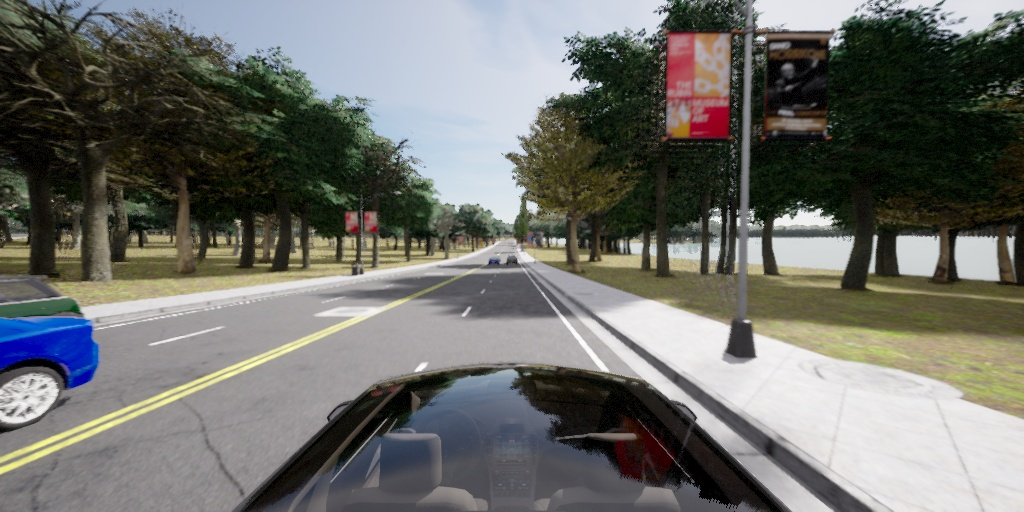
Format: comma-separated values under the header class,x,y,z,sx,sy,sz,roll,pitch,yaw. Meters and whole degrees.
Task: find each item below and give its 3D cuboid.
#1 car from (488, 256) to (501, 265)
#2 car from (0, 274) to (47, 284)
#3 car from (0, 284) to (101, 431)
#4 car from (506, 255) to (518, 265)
class,x,y,z,sx,sy,sz,roll,pitch,yaw
car,-3.243,0.841,64.282,1.882,1.535,5.008,0,1,0
car,-9.838,1.107,5.438,2.097,1.767,4.553,0,0,0
car,-6.594,1.228,2.752,1.882,1.535,5.008,0,0,0
car,0.007,0.709,64.656,2.097,1.767,4.553,0,1,0
